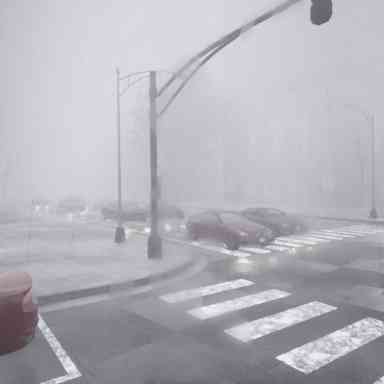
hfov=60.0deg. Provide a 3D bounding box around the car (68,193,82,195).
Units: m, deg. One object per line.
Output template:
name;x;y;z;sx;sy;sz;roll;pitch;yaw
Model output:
car;-15.560;1.015;44.388;2.097;1.767;4.553;-1;1;-35

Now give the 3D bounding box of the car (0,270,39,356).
car;-4.180;1.545;3.677;4.507;1.381;1.887;0;-1;-36

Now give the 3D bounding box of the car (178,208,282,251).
car;1.432;1.518;14.481;1.812;1.442;4.674;-1;1;-31

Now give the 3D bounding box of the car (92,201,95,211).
car;-8.972;1.280;35.114;1.812;1.442;4.674;-1;1;-36

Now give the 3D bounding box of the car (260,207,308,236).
car;3.823;1.498;17.192;1.994;1.385;4.181;-1;1;-35

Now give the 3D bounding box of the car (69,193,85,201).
car;-22.844;0.923;66.040;1.812;1.442;4.674;-1;1;-36

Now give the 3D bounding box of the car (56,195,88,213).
car;-12.777;1.333;34.845;2.033;1.411;5.357;-1;1;-36

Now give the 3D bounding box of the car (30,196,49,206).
car;-22.041;1.244;47.974;1.994;1.385;4.181;-1;1;-36

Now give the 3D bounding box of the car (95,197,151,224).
car;-4.994;1.372;23.934;1.882;1.535;5.008;-1;1;-36

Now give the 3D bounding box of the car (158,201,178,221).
car;-2.350;1.410;25.836;1.994;1.385;4.181;-1;1;-35
